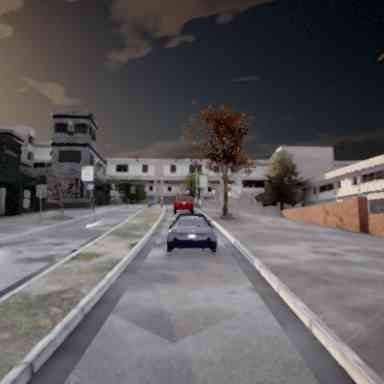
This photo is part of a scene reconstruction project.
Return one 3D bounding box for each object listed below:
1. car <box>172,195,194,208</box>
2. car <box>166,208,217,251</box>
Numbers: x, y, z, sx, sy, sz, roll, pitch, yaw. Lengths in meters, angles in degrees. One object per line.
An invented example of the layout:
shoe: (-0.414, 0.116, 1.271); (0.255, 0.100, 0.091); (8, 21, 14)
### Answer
car: (-1.012, 1.313, 37.342); (2.150, 2.045, 5.566); (0, 0, -4)
car: (-0.038, 1.601, 14.226); (1.994, 1.385, 4.181); (0, 0, -1)
